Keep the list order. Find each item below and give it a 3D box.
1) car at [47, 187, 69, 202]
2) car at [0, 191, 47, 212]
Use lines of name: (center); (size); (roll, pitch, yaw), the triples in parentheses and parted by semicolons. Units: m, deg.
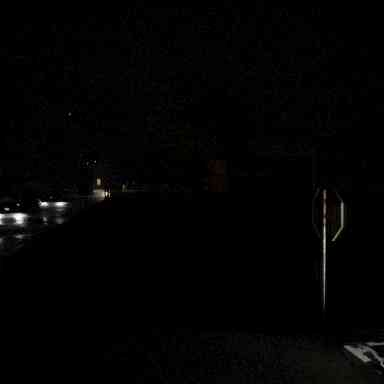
car: (-14.761, 0.247, 36.263); (1.837, 1.490, 4.892); (0, 2, -9)
car: (-12.866, 0.670, 24.939); (2.033, 1.411, 5.357); (0, 2, -10)
